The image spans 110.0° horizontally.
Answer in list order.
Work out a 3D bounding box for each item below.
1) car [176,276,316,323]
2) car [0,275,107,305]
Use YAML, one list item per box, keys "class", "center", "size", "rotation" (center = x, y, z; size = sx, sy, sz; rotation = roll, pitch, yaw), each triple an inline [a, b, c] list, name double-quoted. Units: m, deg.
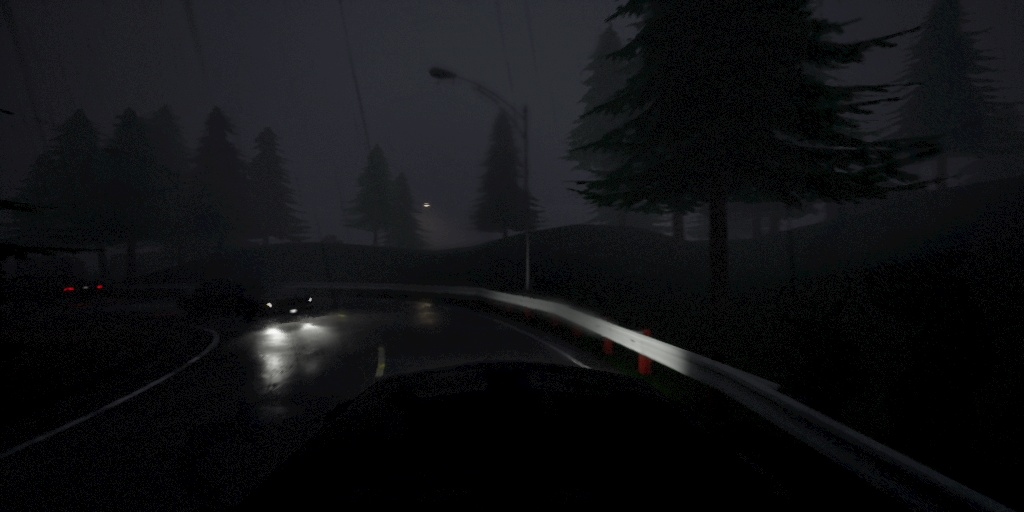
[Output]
- class: "car"
  center: [-9.543, 1.447, 12.753]
  size: [5.357, 1.411, 2.033]
  rotation: [-1, 0, 24]
- class: "car"
  center: [-23.950, 1.675, 18.291]
  size: [5.357, 1.411, 2.033]
  rotation: [-1, 0, 6]
